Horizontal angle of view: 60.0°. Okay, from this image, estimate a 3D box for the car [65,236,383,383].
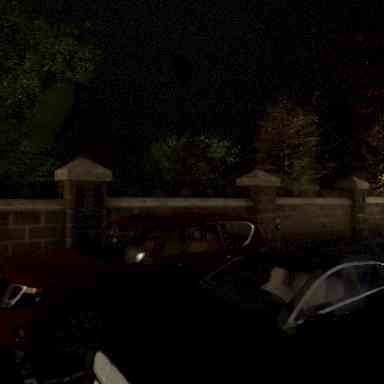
[{"bbox_3d":[1.233,1.517,4.255,4.902,1.511,2.128,1,0,-35],"label":"car"}]

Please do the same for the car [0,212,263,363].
[{"bbox_3d":[-0.683,1.337,6.060,5.009,1.841,2.192,1,0,-35],"label":"car"}]
